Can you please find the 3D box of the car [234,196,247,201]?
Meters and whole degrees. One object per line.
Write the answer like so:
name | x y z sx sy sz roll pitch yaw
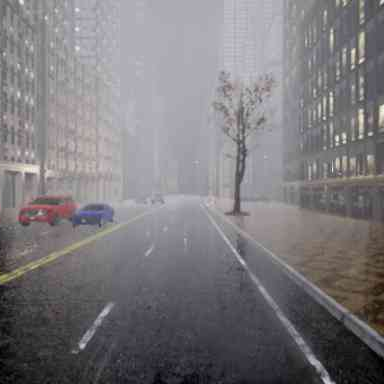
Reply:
car | 12.584 1.664 80.355 5.008 1.535 1.882 0 1 3

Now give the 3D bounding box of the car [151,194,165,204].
car | -6.518 1.343 64.149 2.150 2.045 5.566 0 0 0

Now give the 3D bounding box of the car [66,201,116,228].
car | -6.599 1.498 22.767 1.882 1.535 5.008 0 0 0

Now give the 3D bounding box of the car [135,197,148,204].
car | -9.767 1.625 64.593 1.812 1.442 4.674 0 0 0

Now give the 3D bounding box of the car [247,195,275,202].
car | 15.985 1.535 77.494 5.009 1.841 2.192 0 1 3

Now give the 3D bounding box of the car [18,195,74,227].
car | -9.850 1.242 23.271 2.150 2.045 5.566 0 0 0

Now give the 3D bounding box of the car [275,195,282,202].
car | 21.540 1.544 77.298 5.009 1.841 2.192 0 1 3
